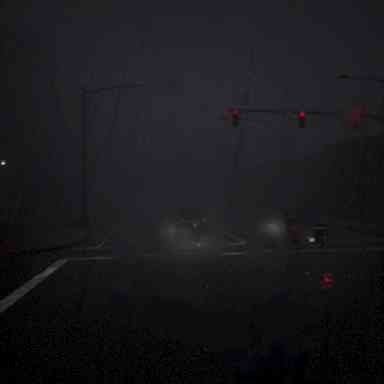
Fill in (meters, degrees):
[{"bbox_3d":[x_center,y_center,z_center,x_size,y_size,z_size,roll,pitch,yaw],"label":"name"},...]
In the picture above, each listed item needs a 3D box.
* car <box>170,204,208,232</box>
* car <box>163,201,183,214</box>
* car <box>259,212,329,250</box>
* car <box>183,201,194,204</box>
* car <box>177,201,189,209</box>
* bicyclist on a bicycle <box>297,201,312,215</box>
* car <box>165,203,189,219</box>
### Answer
[{"bbox_3d":[-0.108,1.840,23.054,2.128,1.511,4.902,-1,-1,-7],"label":"car"},{"bbox_3d":[-2.679,2.151,42.942,1.882,1.535,5.008,-1,-1,-7],"label":"car"},{"bbox_3d":[4.486,1.669,15.306,2.128,1.511,4.902,-1,-1,-4],"label":"car"},{"bbox_3d":[-0.350,2.361,53.261,1.994,1.385,4.181,-1,-1,-7],"label":"car"},{"bbox_3d":[-1.677,2.484,63.100,1.812,1.442,4.674,-1,-1,-7],"label":"car"},{"bbox_3d":[10.052,1.631,30.094,1.656,1.620,0.582,-1,-1,-7],"label":"bicyclist on a bicycle"},{"bbox_3d":[-1.386,2.110,32.921,1.895,1.301,4.718,-1,-1,-7],"label":"car"}]
